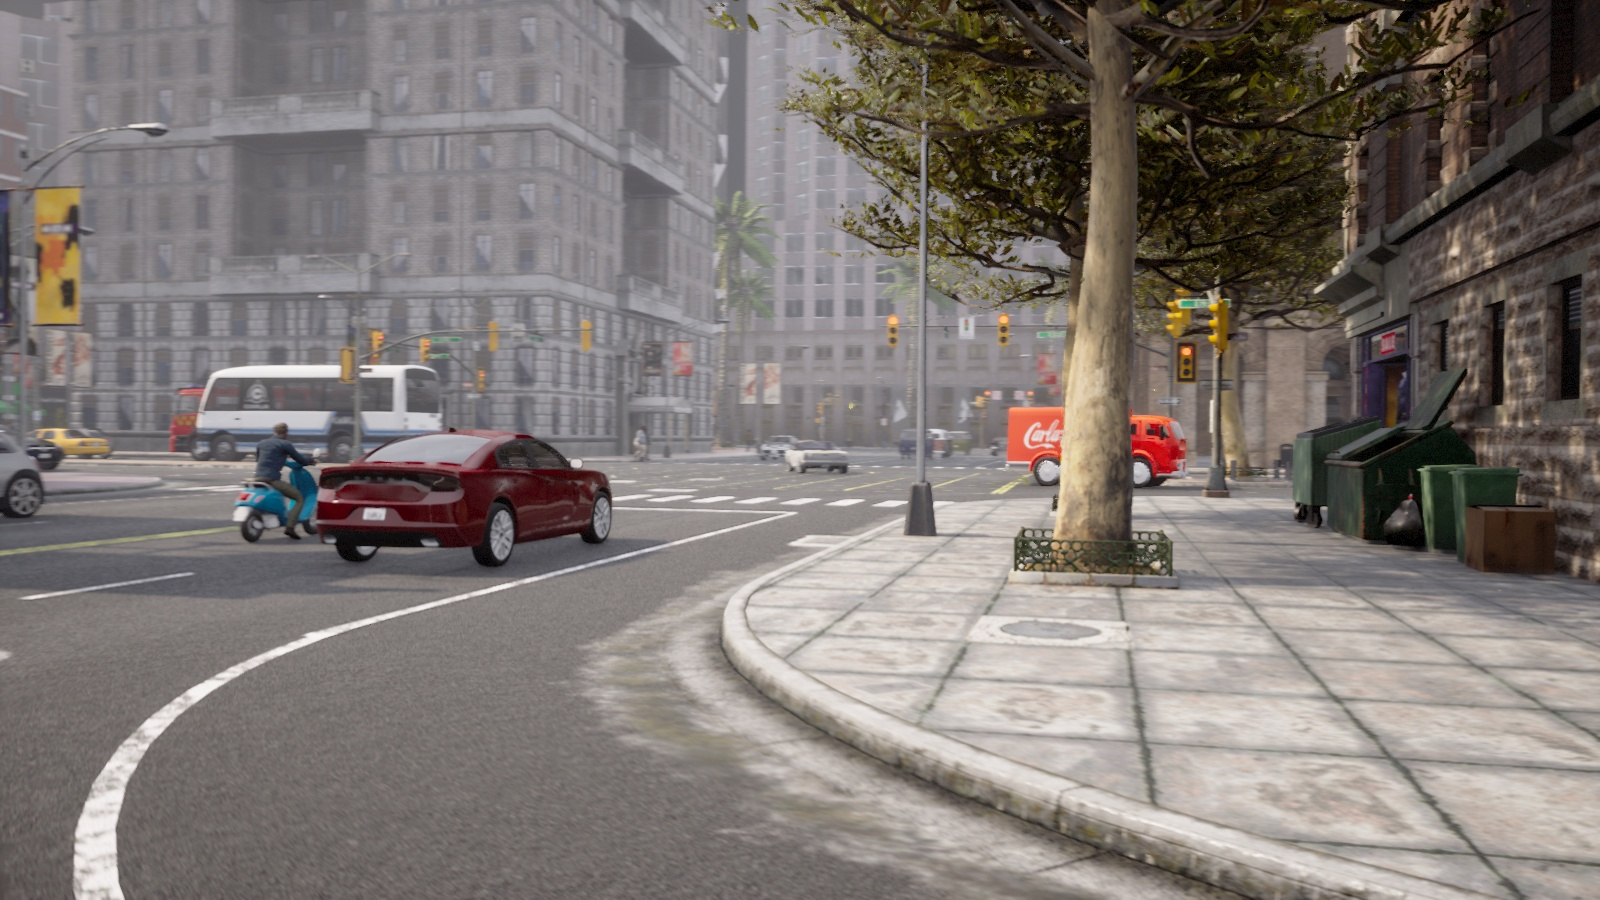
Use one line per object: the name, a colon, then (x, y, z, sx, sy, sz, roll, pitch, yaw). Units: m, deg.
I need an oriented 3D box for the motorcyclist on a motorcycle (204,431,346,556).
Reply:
motorcyclist on a motorcycle: (-7.069, 0.548, 17.022, 0.866, 1.590, 1.817, 0, 1, 13)

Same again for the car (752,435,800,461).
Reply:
car: (-1.375, -0.135, 74.158, 1.970, 1.475, 3.806, 0, 1, 12)

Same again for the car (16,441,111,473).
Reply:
car: (-35.435, 0.336, 60.428, 3.633, 1.501, 1.845, 0, 1, 13)

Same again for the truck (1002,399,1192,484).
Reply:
truck: (9.161, -0.267, 38.739, 5.204, 2.467, 2.627, 0, 1, 28)

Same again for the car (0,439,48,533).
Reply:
car: (-13.785, 0.589, 19.059, 1.970, 1.475, 3.806, 0, 1, 13)

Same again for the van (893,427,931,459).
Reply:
van: (7.182, -0.484, 80.240, 1.775, 1.987, 4.442, 0, 1, 13)

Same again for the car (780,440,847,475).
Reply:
car: (0.490, 0.262, 49.843, 1.895, 1.301, 4.718, -1, 1, -9)

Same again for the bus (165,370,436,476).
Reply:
bus: (-21.220, -1.087, 53.531, 10.273, 4.253, 3.944, 0, 1, 13)

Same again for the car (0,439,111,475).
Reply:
car: (-33.990, 0.294, 56.500, 5.366, 1.575, 1.801, 0, 1, 13)

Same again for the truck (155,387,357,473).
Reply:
truck: (-25.096, -0.896, 58.023, 8.468, 3.827, 2.891, 0, 1, 13)

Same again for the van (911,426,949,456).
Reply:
van: (9.210, -0.627, 88.871, 2.069, 2.038, 4.480, 0, 1, 13)

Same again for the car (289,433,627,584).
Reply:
car: (-3.886, 0.566, 15.376, 1.882, 1.535, 5.008, 0, 1, 12)

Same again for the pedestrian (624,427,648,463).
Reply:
pedestrian: (-8.389, -0.264, 64.294, 0.900, 1.855, 0.874, 0, 1, 16)

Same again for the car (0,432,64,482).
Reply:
car: (-28.430, 0.239, 43.412, 5.027, 1.651, 2.152, 0, 1, 13)
